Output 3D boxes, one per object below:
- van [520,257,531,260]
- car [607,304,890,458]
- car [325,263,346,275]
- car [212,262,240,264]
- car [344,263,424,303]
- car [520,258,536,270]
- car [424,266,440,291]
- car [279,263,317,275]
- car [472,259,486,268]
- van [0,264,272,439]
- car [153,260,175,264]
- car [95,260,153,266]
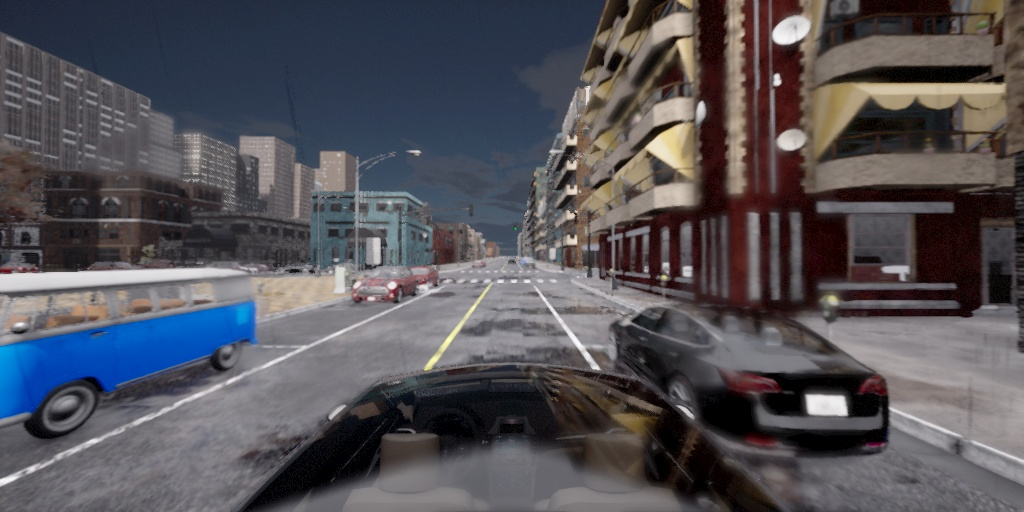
[{"bbox_3d":[2.709,1.112,60.158,1.690,1.789,3.998,0,0,0],"label":"van"},{"bbox_3d":[2.692,1.319,5.153,1.948,1.339,4.313,0,0,0],"label":"car"},{"bbox_3d":[-19.702,1.476,42.371,4.403,1.370,2.007,0,0,1],"label":"car"},{"bbox_3d":[-26.364,1.266,33.826,4.097,1.591,1.967,0,0,1],"label":"car"},{"bbox_3d":[-5.652,1.203,16.415,1.967,1.591,4.097,0,0,0],"label":"car"},{"bbox_3d":[2.707,1.323,54.578,2.007,1.370,4.403,0,0,0],"label":"car"},{"bbox_3d":[-5.651,1.312,22.060,1.888,1.381,4.507,0,0,0],"label":"car"},{"bbox_3d":[-25.184,1.518,42.449,4.313,1.339,1.948,0,0,1],"label":"car"},{"bbox_3d":[-5.672,1.354,60.125,1.802,1.307,4.207,0,0,0],"label":"car"},{"bbox_3d":[-5.656,1.095,5.122,1.690,1.789,3.998,0,0,0],"label":"van"},{"bbox_3d":[-42.897,1.352,42.651,5.009,1.841,2.192,0,0,1],"label":"car"},{"bbox_3d":[-40.371,1.288,36.792,4.553,1.767,2.097,0,-1,1],"label":"car"}]
